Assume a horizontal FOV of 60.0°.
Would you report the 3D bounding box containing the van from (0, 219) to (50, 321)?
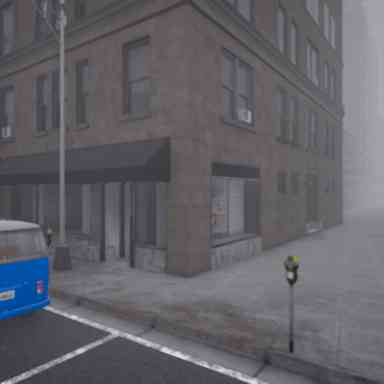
[{"bbox_3d":[-4.356,1.363,6.182,3.998,1.788,1.690,0,0,35],"label":"van"}]
